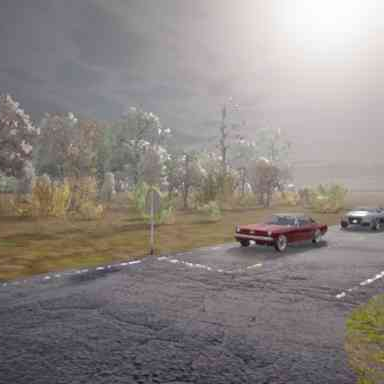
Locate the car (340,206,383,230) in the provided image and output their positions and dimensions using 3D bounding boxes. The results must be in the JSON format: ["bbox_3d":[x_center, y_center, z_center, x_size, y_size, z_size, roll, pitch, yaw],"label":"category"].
[{"bbox_3d":[11.055,1.555,21.030,4.181,1.385,1.994,0,0,-44],"label":"car"}]

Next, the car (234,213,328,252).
[{"bbox_3d":[3.878,1.597,14.165,4.718,1.301,1.895,0,0,-44],"label":"car"}]
